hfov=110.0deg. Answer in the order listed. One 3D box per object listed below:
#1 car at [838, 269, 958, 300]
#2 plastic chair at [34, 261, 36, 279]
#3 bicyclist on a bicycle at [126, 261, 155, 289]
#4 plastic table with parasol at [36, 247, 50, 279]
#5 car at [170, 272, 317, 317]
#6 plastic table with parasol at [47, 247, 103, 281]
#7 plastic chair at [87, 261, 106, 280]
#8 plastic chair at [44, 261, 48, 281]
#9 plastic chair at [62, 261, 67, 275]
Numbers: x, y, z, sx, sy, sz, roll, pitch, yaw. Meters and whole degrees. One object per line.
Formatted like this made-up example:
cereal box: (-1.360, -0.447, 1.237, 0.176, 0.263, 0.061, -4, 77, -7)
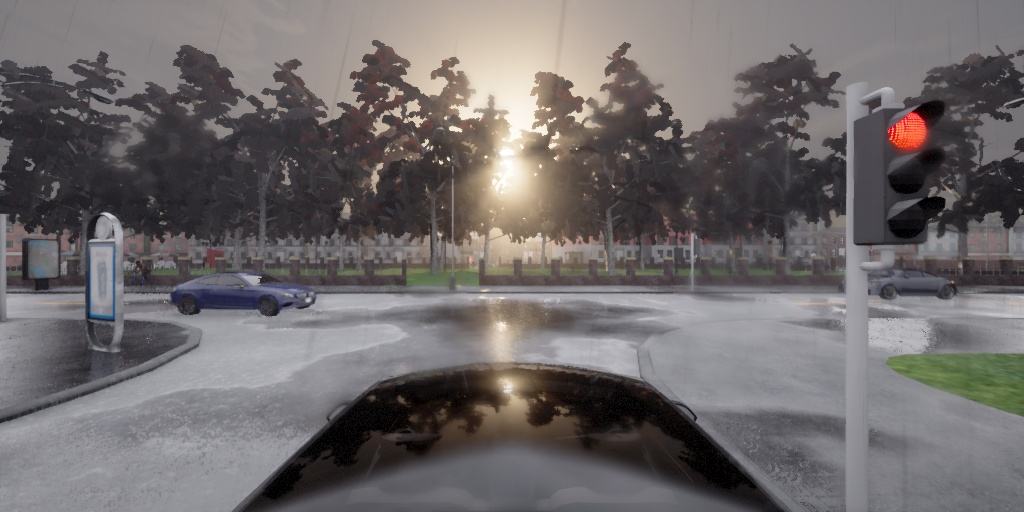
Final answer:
car: (18.249, 1.314, 17.080, 4.181, 1.385, 1.994, 0, 0, 0)
plastic chair: (-44.610, 1.295, 34.151, 0.730, 1.272, 0.750, 0, 0, -41)
bicyclist on a bicycle: (-22.028, 1.099, 21.269, 0.582, 1.620, 1.656, 0, 0, 0)
plastic table with parasol: (-43.602, 0.620, 34.901, 2.482, 2.480, 2.482, 0, 0, -39)
car: (-9.422, 1.276, 12.685, 4.674, 1.442, 1.812, 0, 0, 5)
plastic table with parasol: (-39.181, 0.694, 32.257, 2.482, 2.480, 2.482, 0, 0, -40)
plastic chair: (-38.183, 1.296, 32.990, 0.730, 1.272, 0.750, 0, 0, -40)
plastic chair: (-40.212, 1.293, 31.512, 0.730, 1.272, 0.750, 0, 0, -40)
plastic chair: (-38.279, 1.306, 31.284, 0.750, 1.272, 0.730, 0, 0, -35)
